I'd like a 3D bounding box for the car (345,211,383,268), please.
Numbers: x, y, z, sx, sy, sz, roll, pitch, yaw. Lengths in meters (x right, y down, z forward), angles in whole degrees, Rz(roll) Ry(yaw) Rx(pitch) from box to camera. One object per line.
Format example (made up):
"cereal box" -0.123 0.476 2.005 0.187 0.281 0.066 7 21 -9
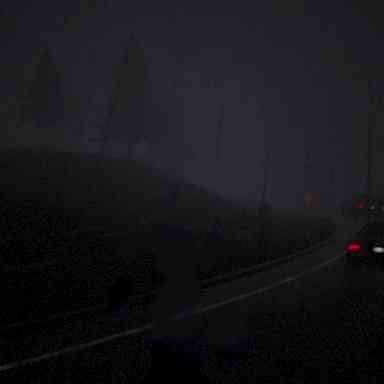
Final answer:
"car" 6.442 1.566 10.677 2.033 1.411 5.357 0 0 38

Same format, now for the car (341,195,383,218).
"car" 13.863 1.267 27.139 2.150 2.045 5.566 0 0 12
